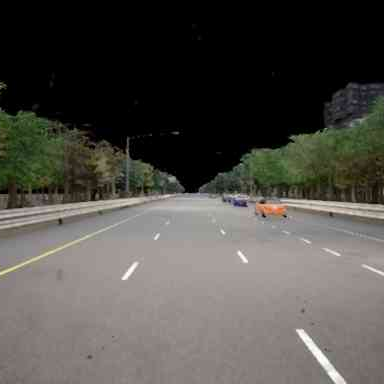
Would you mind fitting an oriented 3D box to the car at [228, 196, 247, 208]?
[{"bbox_3d":[7.034,1.526,50.153,1.882,1.535,5.008,0,0,0],"label":"car"}]

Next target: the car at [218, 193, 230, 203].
[{"bbox_3d":[7.104,1.555,68.720,1.837,1.490,4.892,0,0,0],"label":"car"}]

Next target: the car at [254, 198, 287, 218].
[{"bbox_3d":[6.996,1.361,30.170,2.097,1.767,4.553,0,0,0],"label":"car"}]
